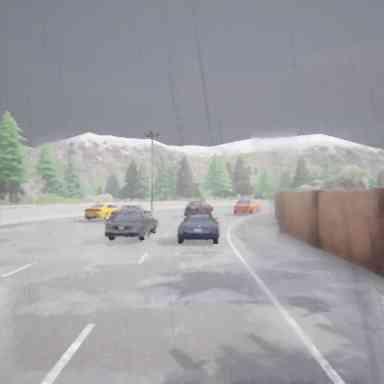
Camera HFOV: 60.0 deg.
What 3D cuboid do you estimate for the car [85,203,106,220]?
[{"bbox_3d":[-7.911,1.781,30.893,1.882,1.535,5.008,-1,-1,17],"label":"car"}]

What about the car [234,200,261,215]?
[{"bbox_3d":[6.575,1.683,39.121,2.097,1.767,4.553,0,0,27],"label":"car"}]

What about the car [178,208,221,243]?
[{"bbox_3d":[0.450,1.717,17.079,1.994,1.385,4.181,0,-1,5],"label":"car"}]

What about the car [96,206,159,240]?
[{"bbox_3d":[-3.085,1.719,17.933,2.033,1.411,5.357,0,0,5],"label":"car"}]

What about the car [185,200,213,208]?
[{"bbox_3d":[0.821,1.664,35.115,2.097,1.767,4.553,0,-1,19],"label":"car"}]

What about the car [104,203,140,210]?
[{"bbox_3d":[-5.127,1.822,28.699,2.033,1.411,5.357,0,-1,15],"label":"car"}]
